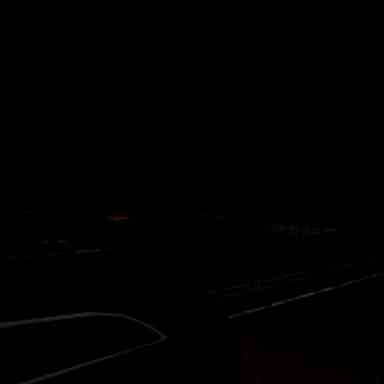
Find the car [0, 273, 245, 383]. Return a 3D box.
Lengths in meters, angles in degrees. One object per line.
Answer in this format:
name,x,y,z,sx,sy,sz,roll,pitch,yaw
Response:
car,-1.806,1.490,2.395,4.902,1.511,2.128,1,0,-35

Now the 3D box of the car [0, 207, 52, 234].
car,-10.144,1.606,19.485,2.231,1.521,4.892,1,-1,-36

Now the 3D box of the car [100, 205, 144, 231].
car,-5.528,1.698,22.568,1.946,1.575,5.366,1,-1,-36

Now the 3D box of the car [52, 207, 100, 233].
car,-7.909,1.682,21.128,2.163,1.488,4.792,1,-1,-36

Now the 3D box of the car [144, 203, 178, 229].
car,-3.396,1.779,24.359,2.163,1.488,4.792,1,-1,-36

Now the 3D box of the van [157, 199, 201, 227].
van,-1.052,1.572,25.857,1.878,1.987,4.442,1,-1,-36
